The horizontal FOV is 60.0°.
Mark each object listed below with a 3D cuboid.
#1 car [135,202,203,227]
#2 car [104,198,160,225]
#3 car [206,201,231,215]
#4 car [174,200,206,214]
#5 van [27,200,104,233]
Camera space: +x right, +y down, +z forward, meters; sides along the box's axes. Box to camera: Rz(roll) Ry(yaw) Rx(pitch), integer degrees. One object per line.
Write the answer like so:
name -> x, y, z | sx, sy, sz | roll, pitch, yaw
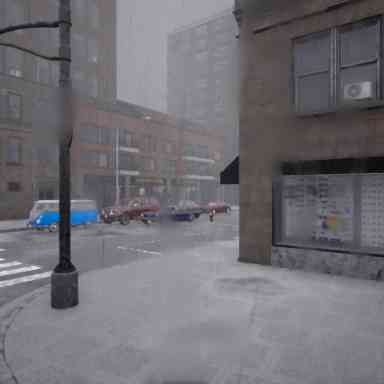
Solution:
car -> -1.489, 1.623, 23.479 | 1.895, 1.301, 4.718 | 0, 0, 36
car -> -4.287, 1.336, 24.318 | 2.192, 1.841, 5.009 | 0, 0, 36
car -> 2.275, 1.575, 33.384 | 1.887, 1.381, 4.507 | 0, 0, 36
car -> -1.006, 1.466, 28.851 | 1.967, 1.590, 4.097 | 0, 0, 36
van -> -7.569, 1.358, 19.785 | 1.690, 1.788, 3.998 | 0, 0, 36
